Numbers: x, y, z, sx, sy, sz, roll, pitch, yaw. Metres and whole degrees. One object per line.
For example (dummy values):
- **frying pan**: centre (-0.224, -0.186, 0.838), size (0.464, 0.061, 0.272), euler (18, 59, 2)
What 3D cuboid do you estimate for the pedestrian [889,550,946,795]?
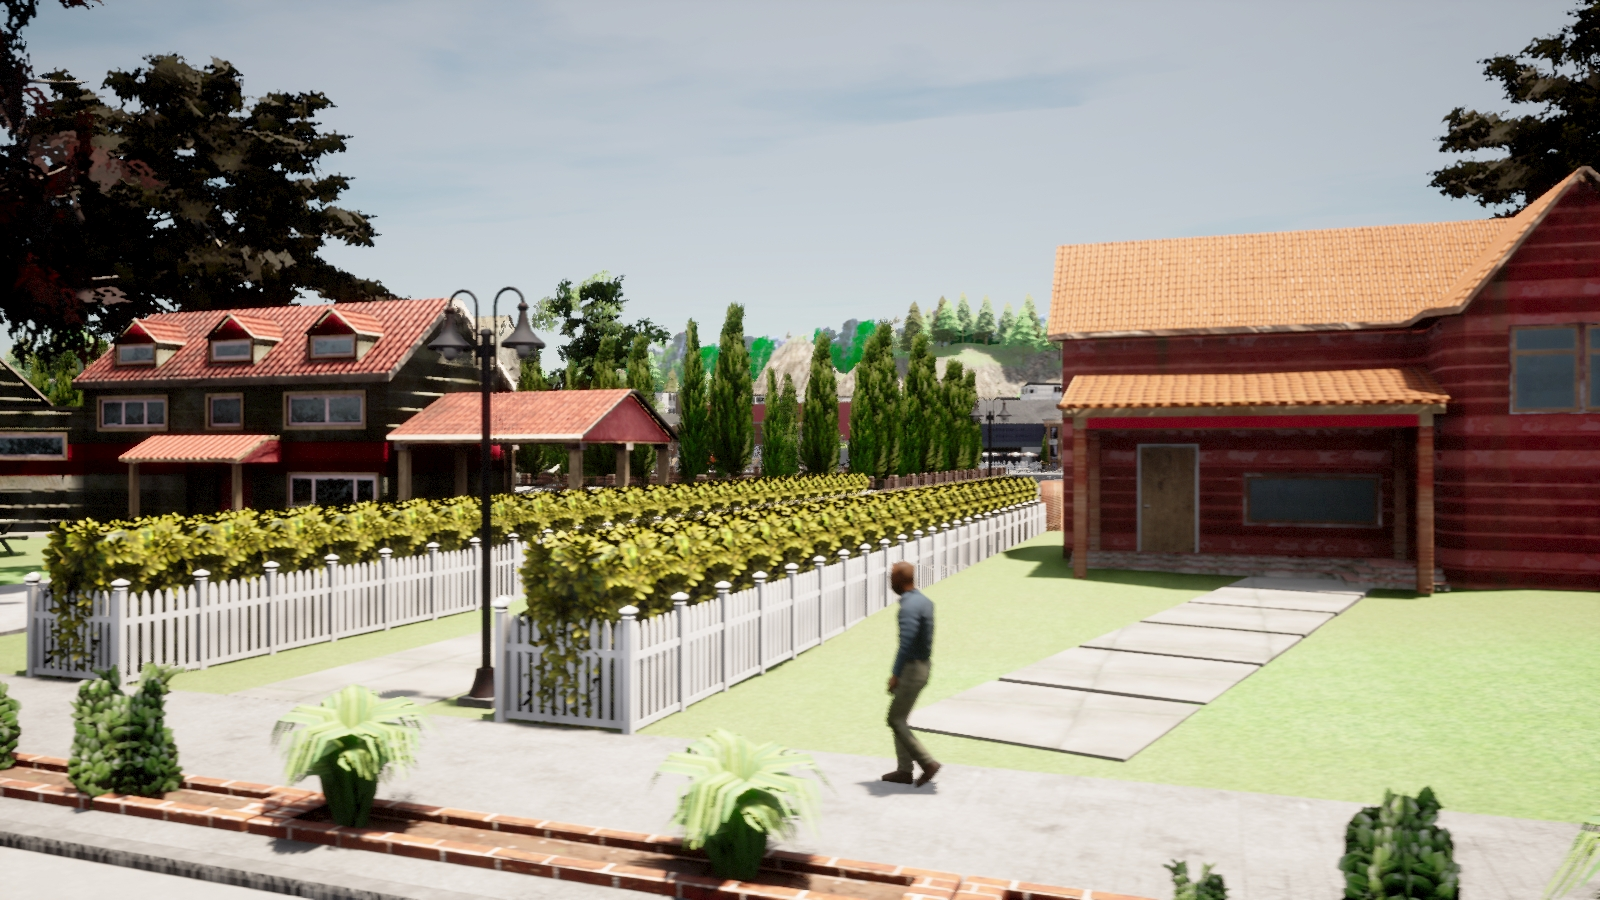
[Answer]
- **pedestrian**: centre (0.941, 1.746, 9.100), size (0.375, 1.860, 0.375), euler (0, 0, 19)

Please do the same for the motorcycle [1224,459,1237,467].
- **motorcycle**: centre (71.834, 2.179, 190.488), size (2.033, 1.199, 0.803), euler (1, 0, 20)
